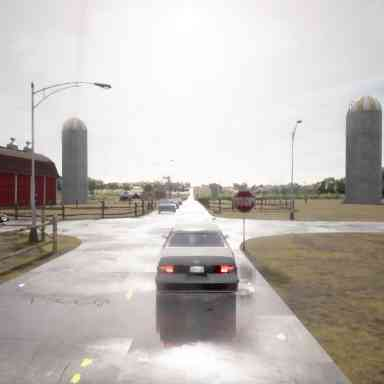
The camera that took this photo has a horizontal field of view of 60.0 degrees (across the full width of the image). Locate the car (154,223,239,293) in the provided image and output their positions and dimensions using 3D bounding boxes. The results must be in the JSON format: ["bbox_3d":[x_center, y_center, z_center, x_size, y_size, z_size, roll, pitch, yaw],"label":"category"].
[{"bbox_3d":[0.102,1.554,8.977,2.033,1.411,5.357,0,0,0],"label":"car"}]

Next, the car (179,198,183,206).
[{"bbox_3d":[-2.836,1.717,49.219,2.128,1.511,4.902,0,0,0],"label":"car"}]

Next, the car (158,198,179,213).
[{"bbox_3d":[-2.845,1.635,38.778,1.882,1.535,5.008,0,0,0],"label":"car"}]

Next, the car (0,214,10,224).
[{"bbox_3d":[-14.455,1.573,21.583,4.892,1.490,1.837,0,1,0],"label":"car"}]

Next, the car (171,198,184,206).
[{"bbox_3d":[-2.781,1.882,64.852,2.128,1.511,4.902,0,-1,0],"label":"car"}]
